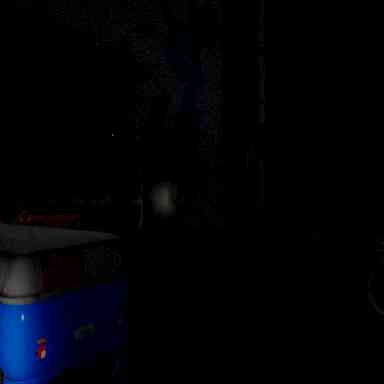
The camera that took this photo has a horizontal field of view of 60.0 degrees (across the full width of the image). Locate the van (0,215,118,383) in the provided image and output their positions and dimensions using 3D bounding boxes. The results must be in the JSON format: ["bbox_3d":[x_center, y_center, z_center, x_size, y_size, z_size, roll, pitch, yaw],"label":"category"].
[{"bbox_3d":[-2.739,1.388,4.910,3.998,1.788,1.690,-1,0,35],"label":"van"}]

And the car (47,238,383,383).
[{"bbox_3d":[1.690,1.310,1.758,5.009,1.841,2.192,-1,0,35],"label":"car"}]

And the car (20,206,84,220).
[{"bbox_3d":[-9.712,1.853,23.076,2.097,1.767,4.553,-1,-1,35],"label":"car"}]
